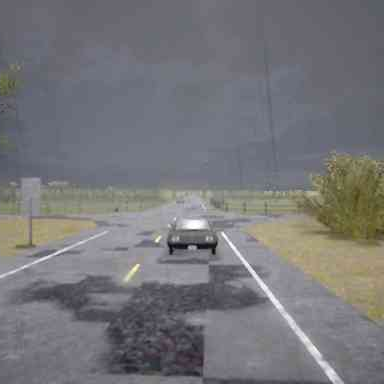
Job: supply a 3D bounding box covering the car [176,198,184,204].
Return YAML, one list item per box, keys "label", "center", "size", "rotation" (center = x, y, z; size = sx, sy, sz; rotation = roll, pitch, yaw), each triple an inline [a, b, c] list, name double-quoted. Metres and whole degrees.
- label: "car"
  center: [-2.867, 2.195, 81.153]
  size: [1.994, 1.385, 4.181]
  rotation: [0, 0, 1]

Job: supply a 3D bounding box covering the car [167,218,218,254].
- label: "car"
  center: [0.026, 1.727, 14.090]
  size: [1.895, 1.301, 4.718]
  rotation: [0, 0, 0]
